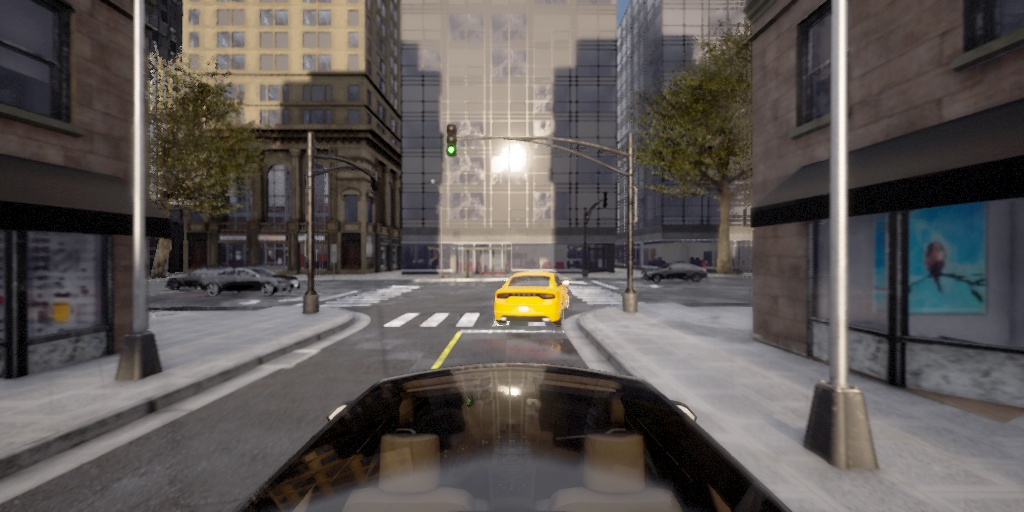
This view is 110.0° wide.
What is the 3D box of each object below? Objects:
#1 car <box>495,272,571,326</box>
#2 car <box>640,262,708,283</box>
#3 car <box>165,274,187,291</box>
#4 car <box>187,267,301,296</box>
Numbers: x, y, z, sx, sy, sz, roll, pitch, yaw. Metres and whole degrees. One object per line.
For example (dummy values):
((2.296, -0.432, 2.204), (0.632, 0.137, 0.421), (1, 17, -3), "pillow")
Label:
((0.820, 1.250, 11.877), (1.882, 1.535, 5.008), (-1, 0, 12), "car")
((11.980, 1.192, 26.639), (4.674, 1.442, 1.812), (0, 0, 1), "car")
((-19.611, 1.440, 23.263), (4.674, 1.442, 1.812), (0, 0, 0), "car")
((-14.386, 1.377, 19.809), (4.902, 1.511, 2.128), (0, 0, 0), "car")
